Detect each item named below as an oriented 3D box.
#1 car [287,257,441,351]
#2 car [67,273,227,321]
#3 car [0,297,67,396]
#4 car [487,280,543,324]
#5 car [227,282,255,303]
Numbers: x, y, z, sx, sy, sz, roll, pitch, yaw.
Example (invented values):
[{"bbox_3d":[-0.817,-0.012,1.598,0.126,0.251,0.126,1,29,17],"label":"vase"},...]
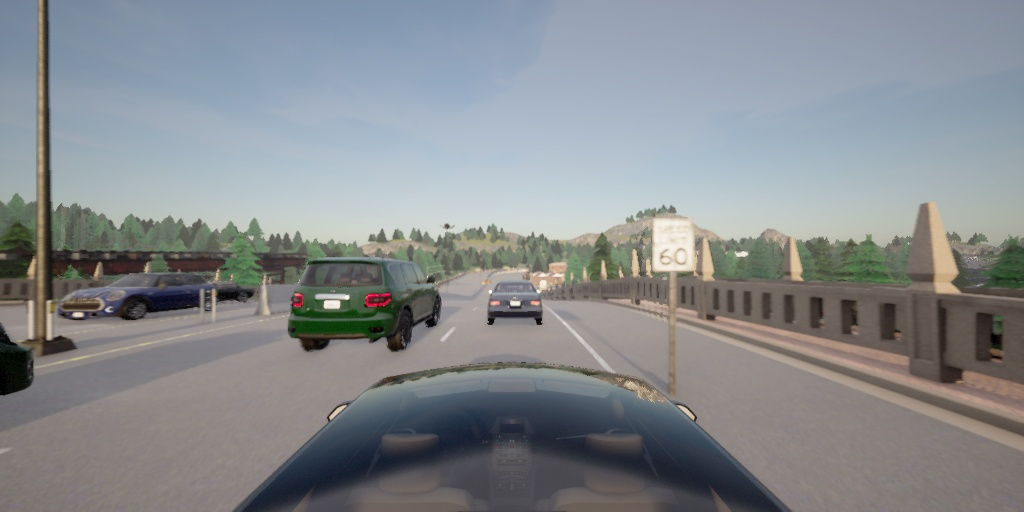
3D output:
[{"bbox_3d":[-3.404,1.106,9.458,2.150,2.045,5.566,0,-2,0],"label":"car"},{"bbox_3d":[-14.072,1.430,13.910,2.097,1.767,4.553,0,-3,0],"label":"car"},{"bbox_3d":[-6.899,0.973,1.883,2.150,2.045,5.566,0,0,0],"label":"car"},{"bbox_3d":[0.094,1.589,13.183,2.033,1.411,5.357,0,-3,0],"label":"car"},{"bbox_3d":[-17.552,2.152,20.880,1.895,1.301,4.718,0,-5,1],"label":"car"}]
